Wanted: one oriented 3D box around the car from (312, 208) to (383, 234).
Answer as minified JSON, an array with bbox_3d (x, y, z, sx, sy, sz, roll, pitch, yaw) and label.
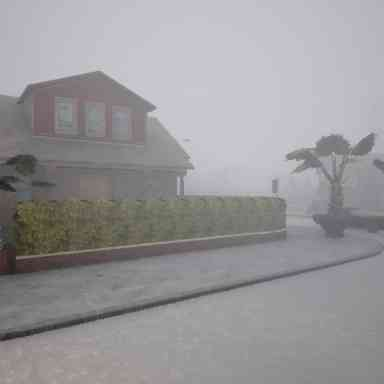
[{"bbox_3d":[9.597,1.601,19.530,1.895,1.301,4.718,0,0,-31],"label":"car"}]
